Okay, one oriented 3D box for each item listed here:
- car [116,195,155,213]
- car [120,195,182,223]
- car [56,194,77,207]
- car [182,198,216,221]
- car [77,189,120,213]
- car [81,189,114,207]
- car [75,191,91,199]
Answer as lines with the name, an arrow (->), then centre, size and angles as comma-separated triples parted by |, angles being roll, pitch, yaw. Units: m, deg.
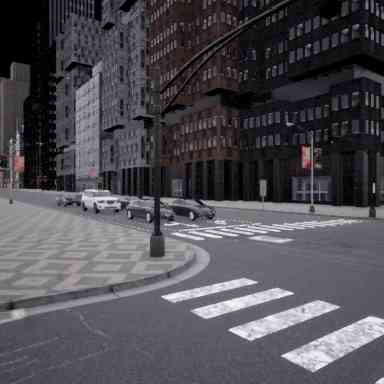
car -> -5.643, 1.107, 32.595 | 1.837, 1.490, 4.892 | 0, 1, -36
car -> -2.970, 1.240, 23.324 | 1.837, 1.490, 4.892 | 0, 1, -36
car -> -14.861, 0.990, 39.838 | 2.033, 1.411, 5.357 | 0, 1, -36
car -> -0.205, 1.239, 25.003 | 1.837, 1.490, 4.892 | 0, 1, -38
car -> -8.653, 0.819, 31.212 | 2.150, 2.045, 5.566 | 0, 1, -36
car -> -11.786, 0.671, 41.140 | 2.150, 2.045, 5.566 | 0, 1, -35
car -> -21.786, 0.563, 66.448 | 1.812, 1.442, 4.674 | 0, 1, -36
